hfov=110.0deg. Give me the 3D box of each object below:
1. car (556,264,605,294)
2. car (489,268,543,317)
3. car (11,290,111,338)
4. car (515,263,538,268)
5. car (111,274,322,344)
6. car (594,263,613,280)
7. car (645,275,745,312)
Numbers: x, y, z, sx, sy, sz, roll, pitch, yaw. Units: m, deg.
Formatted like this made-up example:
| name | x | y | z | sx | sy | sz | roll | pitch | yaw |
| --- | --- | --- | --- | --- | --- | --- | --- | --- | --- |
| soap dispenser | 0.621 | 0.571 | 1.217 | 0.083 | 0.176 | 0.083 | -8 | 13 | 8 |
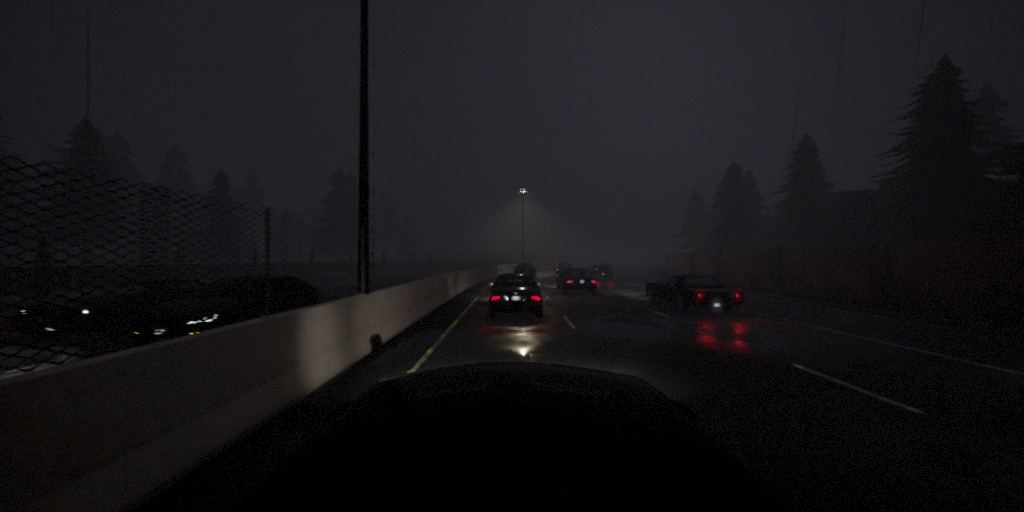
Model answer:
| name | x | y | z | sx | sy | sz | roll | pitch | yaw |
| --- | --- | --- | --- | --- | --- | --- | --- | --- | --- |
| car | 3.716 | 1.389 | 21.165 | 2.033 | 1.411 | 5.357 | 0 | 0 | 2 |
| car | 0.123 | 1.350 | 13.462 | 2.033 | 1.411 | 5.357 | 0 | 0 | 0 |
| car | -10.572 | 1.380 | 10.433 | 1.895 | 1.301 | 4.718 | 0 | 0 | 0 |
| car | 1.314 | 1.402 | 34.015 | 1.837 | 1.490 | 4.892 | 0 | 0 | 8 |
| car | -7.070 | 1.284 | 9.646 | 1.837 | 1.490 | 4.892 | 0 | 0 | 0 |
| car | 8.339 | 1.394 | 33.741 | 2.128 | 1.511 | 4.902 | 0 | 0 | 9 |
| car | 7.125 | 1.416 | 14.663 | 1.895 | 1.301 | 4.718 | 0 | 0 | 0 |
